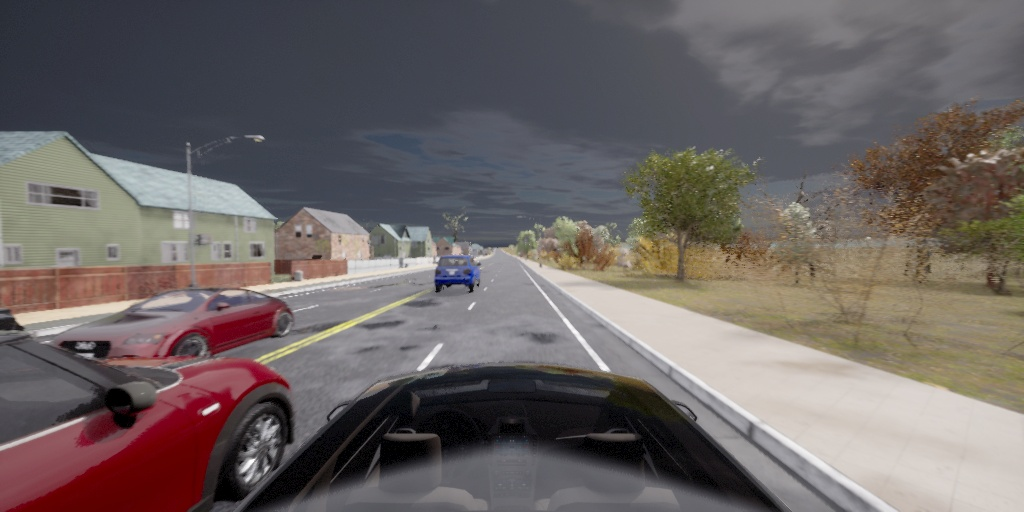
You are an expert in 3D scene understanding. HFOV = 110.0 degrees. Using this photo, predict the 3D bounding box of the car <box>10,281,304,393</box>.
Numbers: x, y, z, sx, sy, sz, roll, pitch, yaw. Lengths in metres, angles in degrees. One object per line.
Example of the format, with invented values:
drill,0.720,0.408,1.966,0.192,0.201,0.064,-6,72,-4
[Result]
car,-6.596,1.369,7.522,1.994,1.385,4.181,-1,0,0

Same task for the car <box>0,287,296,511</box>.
car,-3.159,1.132,1.636,2.097,1.767,4.553,-1,0,0

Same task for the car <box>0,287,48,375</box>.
car,-9.852,1.344,4.443,1.837,1.490,4.892,-1,0,0

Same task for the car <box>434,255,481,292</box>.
car,-3.131,0.974,21.414,2.150,2.045,5.566,-1,0,0
